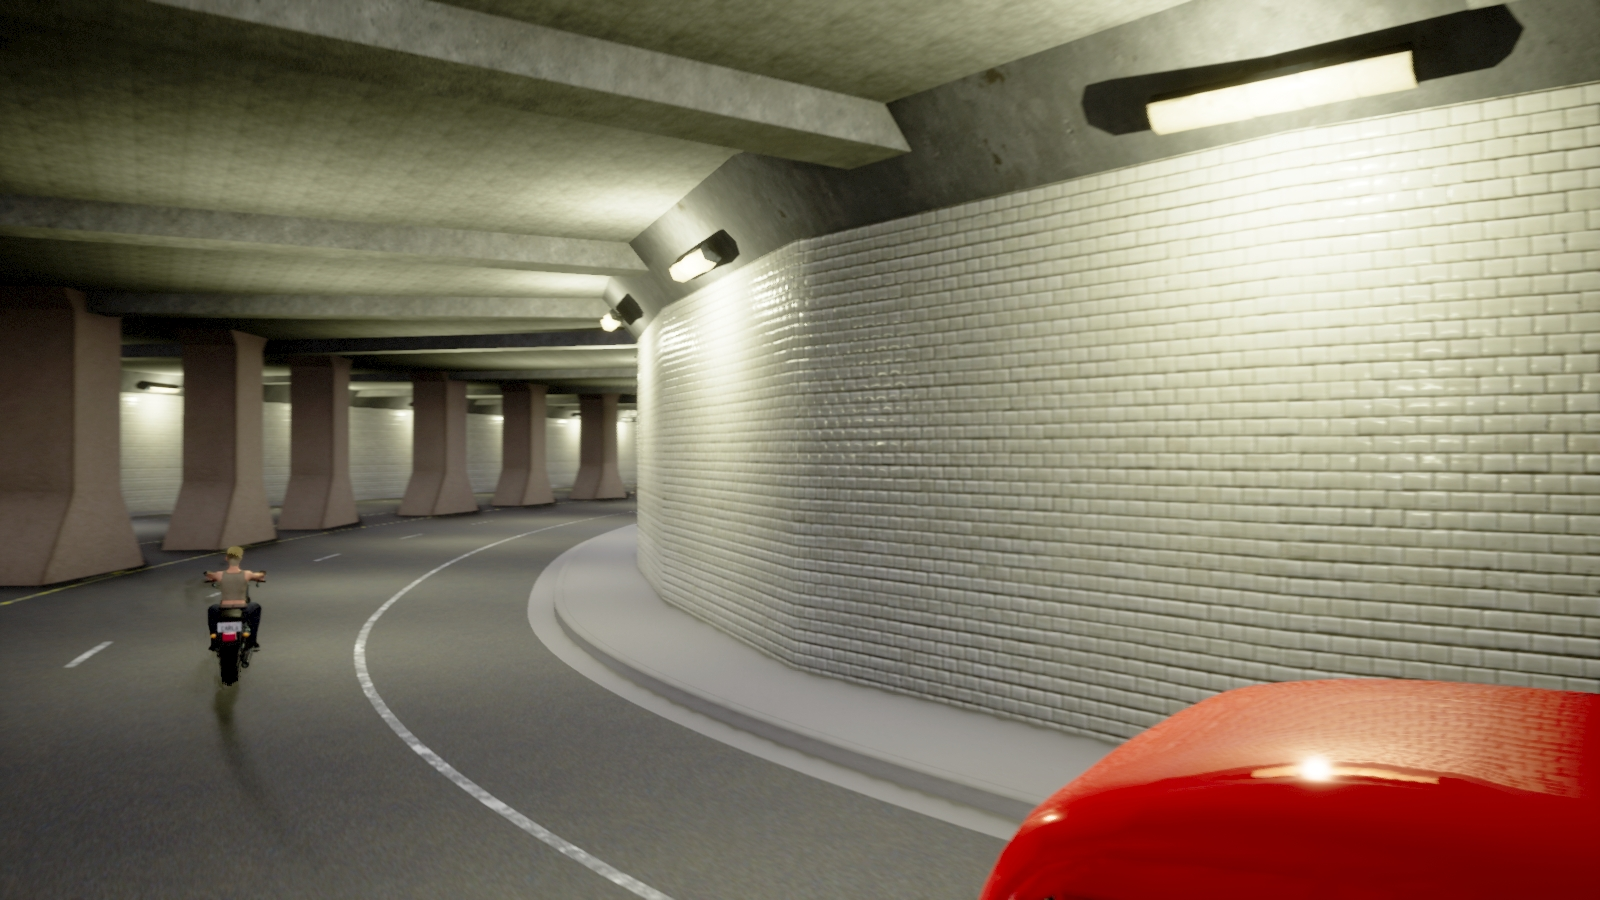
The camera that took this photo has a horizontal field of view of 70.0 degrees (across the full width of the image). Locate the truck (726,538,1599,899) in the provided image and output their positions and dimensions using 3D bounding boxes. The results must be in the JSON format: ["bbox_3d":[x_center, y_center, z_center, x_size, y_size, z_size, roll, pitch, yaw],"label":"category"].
[{"bbox_3d":[2.750,1.572,1.775,5.204,2.467,2.627,0,0,35],"label":"truck"}]
